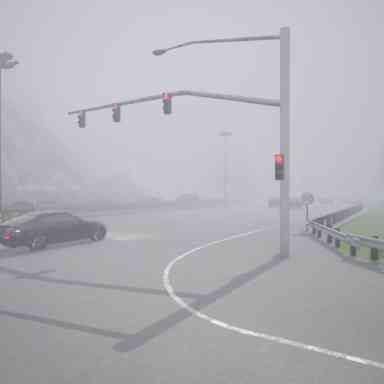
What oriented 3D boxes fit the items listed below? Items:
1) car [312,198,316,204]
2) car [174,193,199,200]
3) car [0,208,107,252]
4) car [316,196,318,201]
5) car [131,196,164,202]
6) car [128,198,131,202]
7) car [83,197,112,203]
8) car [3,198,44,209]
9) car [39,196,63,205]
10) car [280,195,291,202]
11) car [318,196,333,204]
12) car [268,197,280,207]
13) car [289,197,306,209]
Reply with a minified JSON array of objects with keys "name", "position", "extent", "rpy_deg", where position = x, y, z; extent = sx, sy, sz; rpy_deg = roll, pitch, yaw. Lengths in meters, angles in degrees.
[{"name":"car","position":[22.163,1.579,63.540],"extent":[1.895,1.301,4.718],"rpy_deg":[0,0,17]},{"name":"car","position":[-0.794,1.163,54.864],"extent":[2.150,2.045,5.566],"rpy_deg":[0,0,29]},{"name":"car","position":[-5.703,1.500,13.825],"extent":[1.812,1.442,4.674],"rpy_deg":[0,0,33]},{"name":"car","position":[28.187,1.520,72.883],"extent":[2.033,1.411,5.357],"rpy_deg":[0,0,7]},{"name":"car","position":[-5.740,1.432,46.748],"extent":[2.128,1.511,4.902],"rpy_deg":[0,0,32]},{"name":"car","position":[-9.651,1.411,60.501],"extent":[2.128,1.511,4.902],"rpy_deg":[0,0,29]},{"name":"car","position":[-10.770,1.539,38.793],"extent":[1.895,1.301,4.718],"rpy_deg":[0,0,33]},{"name":"car","position":[-16.198,1.500,30.282],"extent":[1.994,1.385,4.181],"rpy_deg":[0,0,33]},{"name":"car","position":[-19.654,1.268,44.392],"extent":[2.097,1.767,4.553],"rpy_deg":[0,0,33]},{"name":"car","position":[21.848,1.516,77.713],"extent":[1.994,1.385,4.181],"rpy_deg":[0,0,7]},{"name":"car","position":[25.630,1.548,63.296],"extent":[1.994,1.385,4.181],"rpy_deg":[0,0,16]},{"name":"car","position":[12.908,1.478,50.110],"extent":[1.837,1.490,4.892],"rpy_deg":[1,1,28]},{"name":"car","position":[14.415,1.482,45.713],"extent":[1.837,1.490,4.892],"rpy_deg":[0,-1,30]}]
